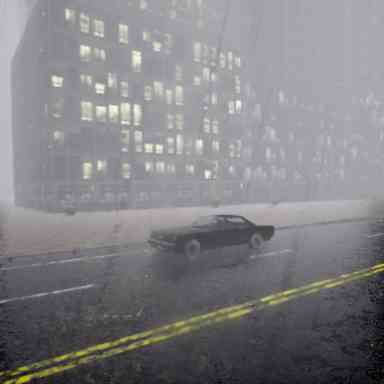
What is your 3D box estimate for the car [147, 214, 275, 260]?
[{"bbox_3d":[0.790,1.506,12.187,4.718,1.301,1.895,-1,1,-35],"label":"car"}]
